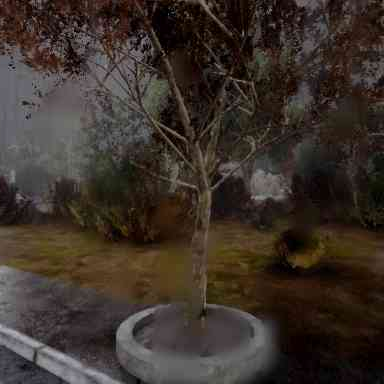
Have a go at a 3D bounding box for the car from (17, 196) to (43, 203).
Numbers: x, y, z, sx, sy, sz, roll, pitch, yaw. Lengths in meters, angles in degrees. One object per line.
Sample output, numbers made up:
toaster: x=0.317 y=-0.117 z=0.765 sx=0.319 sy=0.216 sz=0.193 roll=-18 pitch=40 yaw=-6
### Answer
car: x=-22.035 y=1.217 z=44.858 sx=2.033 sy=1.411 sz=5.357 roll=1 pitch=0 yaw=32
